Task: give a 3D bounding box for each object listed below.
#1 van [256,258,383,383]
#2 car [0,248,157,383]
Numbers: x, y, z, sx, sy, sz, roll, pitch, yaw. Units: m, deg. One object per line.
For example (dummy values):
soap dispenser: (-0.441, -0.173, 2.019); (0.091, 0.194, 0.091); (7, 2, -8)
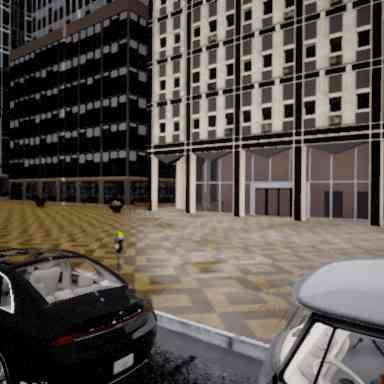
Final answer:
van: (2.157, 1.362, 1.338); (3.998, 1.788, 1.690); (1, 0, 36)
car: (-2.462, 1.472, 4.663); (4.403, 1.369, 2.008); (1, 0, 36)
